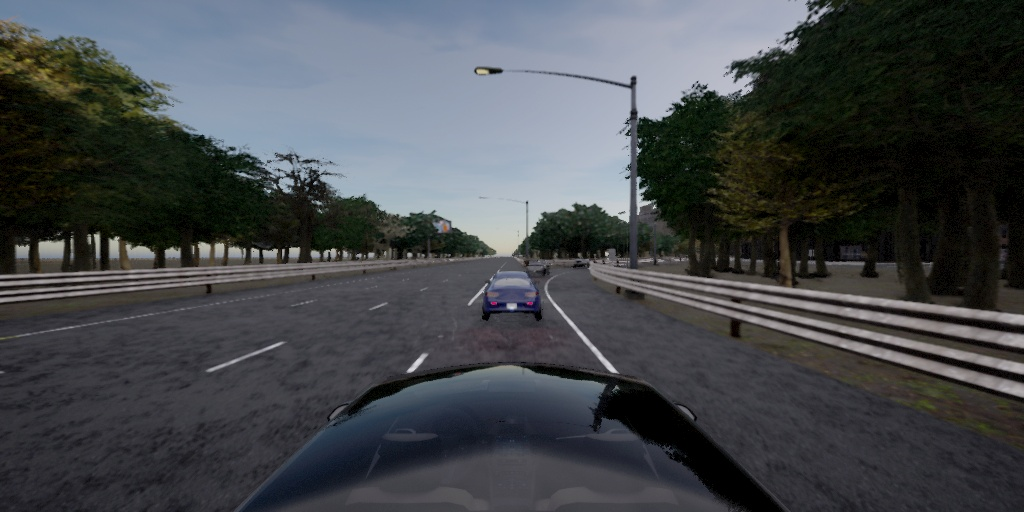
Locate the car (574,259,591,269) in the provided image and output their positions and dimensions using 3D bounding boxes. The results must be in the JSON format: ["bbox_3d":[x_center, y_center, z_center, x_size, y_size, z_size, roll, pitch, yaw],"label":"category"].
[{"bbox_3d":[11.253,1.191,56.635,1.837,1.490,4.892,-1,0,30],"label":"car"}]

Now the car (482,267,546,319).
[{"bbox_3d":[0.009,1.265,12.539,1.812,1.442,4.674,0,0,0],"label":"car"}]

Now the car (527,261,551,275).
[{"bbox_3d":[2.689,1.205,35.359,2.128,1.511,4.902,0,0,14],"label":"car"}]
